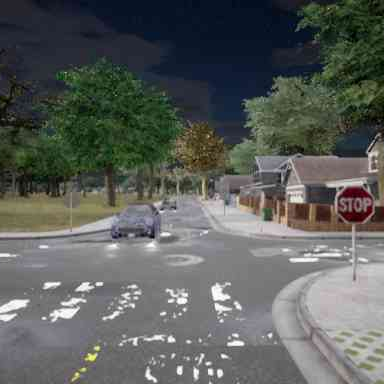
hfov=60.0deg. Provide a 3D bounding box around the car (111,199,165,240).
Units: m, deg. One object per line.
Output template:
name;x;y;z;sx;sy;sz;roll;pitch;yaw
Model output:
car;-2.785;1.382;17.406;2.097;1.767;4.553;-1;0;0

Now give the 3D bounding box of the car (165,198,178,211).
car;-2.820;1.519;41.517;1.812;1.442;4.674;0;0;0
